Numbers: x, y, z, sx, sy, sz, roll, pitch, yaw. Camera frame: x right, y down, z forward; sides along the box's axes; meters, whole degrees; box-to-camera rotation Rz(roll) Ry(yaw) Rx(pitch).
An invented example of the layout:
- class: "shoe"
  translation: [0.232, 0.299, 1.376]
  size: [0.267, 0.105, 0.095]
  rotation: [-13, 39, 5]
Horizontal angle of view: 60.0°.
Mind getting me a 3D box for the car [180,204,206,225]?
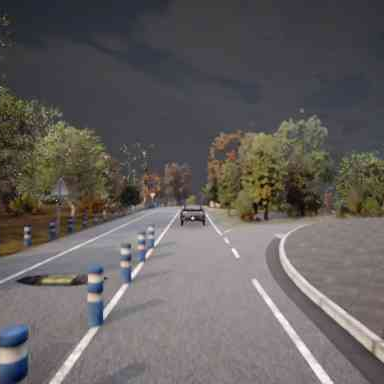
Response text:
- class: "car"
  translation: [0.065, 1.680, 26.074]
  size: [2.128, 1.511, 4.902]
  rotation: [0, 0, 0]
